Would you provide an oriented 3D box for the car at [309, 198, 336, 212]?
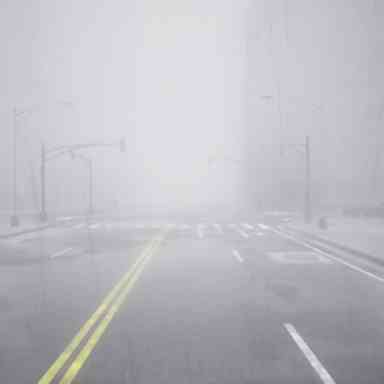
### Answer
[{"bbox_3d":[14.467,1.337,35.442,4.507,1.381,1.887,-1,1,0],"label":"car"}]

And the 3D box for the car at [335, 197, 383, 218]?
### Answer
[{"bbox_3d":[14.472,1.393,26.917,4.507,1.381,1.887,-1,1,0],"label":"car"}]

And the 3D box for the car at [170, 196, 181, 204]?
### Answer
[{"bbox_3d":[-3.238,1.597,66.685,1.882,1.535,5.008,0,0,0],"label":"car"}]

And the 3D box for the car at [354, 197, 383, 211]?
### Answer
[{"bbox_3d":[19.972,1.259,35.445,4.507,1.381,1.887,-1,1,0],"label":"car"}]
